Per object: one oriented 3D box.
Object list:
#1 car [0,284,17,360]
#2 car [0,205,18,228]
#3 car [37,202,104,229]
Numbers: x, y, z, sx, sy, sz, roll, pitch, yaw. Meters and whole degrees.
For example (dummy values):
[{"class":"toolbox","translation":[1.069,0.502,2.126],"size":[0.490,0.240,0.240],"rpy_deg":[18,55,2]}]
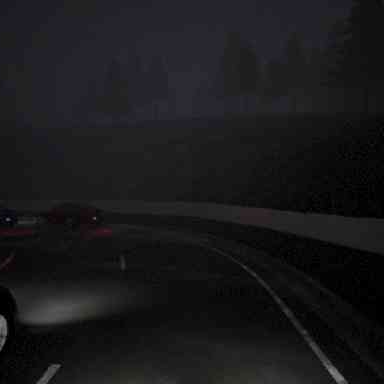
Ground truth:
[{"class":"car","translation":[-3.395,1.488,2.803],"size":[1.837,1.490,4.892],"rpy_deg":[0,0,0]},{"class":"car","translation":[-12.517,1.369,19.353],"size":[5.008,1.535,1.882],"rpy_deg":[0,-1,21]},{"class":"car","translation":[-7.662,1.362,20.735],"size":[5.008,1.535,1.882],"rpy_deg":[0,0,35]}]
